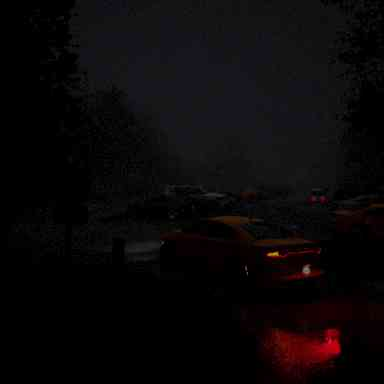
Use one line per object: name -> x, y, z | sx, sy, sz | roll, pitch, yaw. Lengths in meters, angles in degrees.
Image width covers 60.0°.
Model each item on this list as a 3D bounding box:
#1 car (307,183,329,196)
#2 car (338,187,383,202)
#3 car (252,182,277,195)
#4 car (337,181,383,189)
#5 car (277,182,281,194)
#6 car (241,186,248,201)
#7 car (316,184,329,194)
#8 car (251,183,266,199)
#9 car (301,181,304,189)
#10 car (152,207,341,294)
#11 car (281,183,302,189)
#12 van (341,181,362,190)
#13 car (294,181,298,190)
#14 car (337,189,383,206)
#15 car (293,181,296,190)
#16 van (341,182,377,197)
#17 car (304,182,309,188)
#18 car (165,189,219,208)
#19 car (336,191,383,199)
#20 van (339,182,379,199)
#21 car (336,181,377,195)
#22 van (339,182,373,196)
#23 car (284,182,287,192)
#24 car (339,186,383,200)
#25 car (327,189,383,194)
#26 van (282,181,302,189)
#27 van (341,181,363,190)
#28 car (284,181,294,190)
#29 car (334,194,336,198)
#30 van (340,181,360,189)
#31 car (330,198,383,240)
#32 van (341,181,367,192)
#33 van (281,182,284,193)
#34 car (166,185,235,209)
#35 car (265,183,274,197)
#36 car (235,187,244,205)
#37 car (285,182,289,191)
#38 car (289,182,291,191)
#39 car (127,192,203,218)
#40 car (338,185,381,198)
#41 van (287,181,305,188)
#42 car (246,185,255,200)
car -> 18.184, -0.197, 47.516 | 2.128, 1.511, 4.902 | 1, 2, 24
car -> 18.995, 0.237, 37.152 | 4.792, 1.488, 2.163 | 1, 3, 24
car -> 9.283, -0.335, 47.462 | 4.553, 1.767, 2.185 | 1, 3, 24
car -> 15.556, 0.314, 29.445 | 5.566, 2.045, 2.435 | 1, 3, 24
car -> 10.411, -0.279, 50.000 | 4.792, 1.488, 2.163 | 1, 2, 24
car -> 2.474, 0.474, 32.290 | 4.892, 1.521, 2.231 | 1, 3, 24
car -> 22.381, -0.568, 56.911 | 1.882, 1.535, 5.008 | 1, 2, 24
car -> 5.743, 0.103, 40.075 | 5.366, 1.575, 1.946 | 1, 3, 24
car -> 22.826, -1.367, 77.880 | 5.008, 1.535, 2.097 | 1, 2, 24
car -> 0.941, 1.359, 8.600 | 1.882, 1.535, 5.008 | 2, -1, -32
car -> 23.965, -1.423, 80.411 | 4.674, 1.452, 2.002 | 1, 2, 24
van -> 37.086, -1.567, 77.429 | 4.442, 1.987, 1.878 | 1, 2, 24
car -> 18.300, -0.981, 67.747 | 4.892, 1.521, 2.231 | 1, 2, 24
car -> 16.634, 0.474, 32.008 | 4.792, 1.488, 2.163 | 1, 3, 24
car -> 17.180, -0.885, 65.208 | 4.892, 1.521, 2.231 | 1, 2, 24
van -> 23.537, -0.416, 47.095 | 4.442, 1.987, 1.878 | 1, 2, 24
car -> 26.252, -1.906, 85.456 | 5.566, 2.045, 2.435 | 1, 2, 24
car -> -0.921, 0.834, 24.693 | 5.008, 1.535, 2.097 | 1, 3, 24
car -> 9.965, 1.034, 16.931 | 4.553, 1.767, 2.185 | 1, 3, 24
van -> 21.067, -0.224, 42.117 | 4.442, 1.987, 1.878 | 1, 3, 24
car -> 25.663, -0.636, 52.208 | 5.566, 2.045, 2.435 | 1, 2, 24
van -> 24.453, -0.516, 49.718 | 4.442, 1.987, 1.878 | 1, 2, 24
car -> 12.621, -0.472, 55.091 | 4.792, 1.488, 2.163 | 1, 2, 24
car -> 20.071, 0.134, 39.560 | 4.792, 1.488, 2.163 | 1, 3, 24
car -> 13.104, 0.798, 24.491 | 5.366, 1.575, 1.946 | 1, 3, 24
van -> 24.988, -1.786, 82.983 | 4.442, 1.987, 1.878 | 1, 2, 24
van -> 36.008, -1.476, 75.016 | 4.442, 1.987, 1.878 | 1, 2, 24
car -> 15.873, -0.796, 62.753 | 5.366, 1.575, 1.946 | 1, 2, 24
car -> 10.988, 1.074, 19.376 | 4.792, 1.488, 2.163 | 1, 3, 24
van -> 38.057, -1.671, 80.173 | 4.442, 1.987, 1.878 | 1, 2, 24
car -> 8.803, 1.279, 14.423 | 5.008, 1.535, 2.097 | 1, 3, 24
van -> 31.492, -1.092, 64.904 | 4.442, 1.987, 1.878 | 1, 2, 24
van -> 11.623, -0.629, 52.488 | 4.442, 1.987, 1.878 | 1, 2, 24
car -> 0.230, 0.463, 27.204 | 5.566, 2.045, 2.435 | 1, 3, 24
car -> 7.163, 0.000, 42.344 | 5.366, 1.575, 1.946 | 1, 3, 24
car -> 1.506, 0.593, 29.684 | 5.366, 1.575, 1.946 | 1, 3, 24
car -> 13.752, -0.568, 57.624 | 4.792, 1.488, 2.163 | 1, 2, 24
car -> 14.884, -0.664, 60.157 | 4.792, 1.488, 2.163 | 1, 2, 24
car -> -2.084, 0.983, 22.176 | 4.792, 1.488, 2.163 | 1, 3, 24
car -> 22.306, -0.096, 44.621 | 5.008, 1.535, 2.097 | 1, 2, 24
van -> 28.376, -2.000, 90.570 | 4.442, 1.987, 1.878 | 1, 1, 24
car -> 3.430, 0.347, 34.900 | 5.366, 1.575, 1.946 | 1, 3, 24
